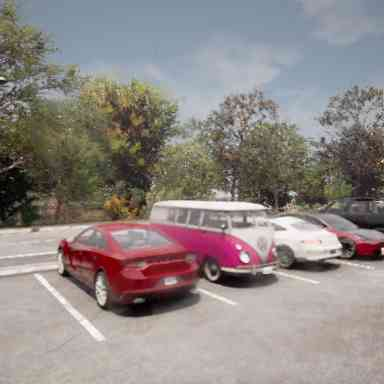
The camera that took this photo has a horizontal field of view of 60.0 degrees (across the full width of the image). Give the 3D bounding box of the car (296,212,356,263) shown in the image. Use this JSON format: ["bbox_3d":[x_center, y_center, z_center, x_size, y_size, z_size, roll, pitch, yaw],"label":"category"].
[{"bbox_3d":[2.696,1.538,11.364,2.002,1.452,4.674,0,0,-35],"label":"car"}]

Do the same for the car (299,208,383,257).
[{"bbox_3d":[4.972,1.533,12.954,2.163,1.488,4.792,0,0,-35],"label":"car"}]

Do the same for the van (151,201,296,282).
[{"bbox_3d":[0.503,1.266,9.659,1.878,1.987,4.442,0,0,-36],"label":"van"}]

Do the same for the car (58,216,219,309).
[{"bbox_3d":[-1.822,1.486,8.138,2.097,1.535,5.008,0,0,-35],"label":"car"}]

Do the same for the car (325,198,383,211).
[{"bbox_3d":[7.199,1.258,14.613,2.435,2.045,5.566,0,0,-35],"label":"car"}]
